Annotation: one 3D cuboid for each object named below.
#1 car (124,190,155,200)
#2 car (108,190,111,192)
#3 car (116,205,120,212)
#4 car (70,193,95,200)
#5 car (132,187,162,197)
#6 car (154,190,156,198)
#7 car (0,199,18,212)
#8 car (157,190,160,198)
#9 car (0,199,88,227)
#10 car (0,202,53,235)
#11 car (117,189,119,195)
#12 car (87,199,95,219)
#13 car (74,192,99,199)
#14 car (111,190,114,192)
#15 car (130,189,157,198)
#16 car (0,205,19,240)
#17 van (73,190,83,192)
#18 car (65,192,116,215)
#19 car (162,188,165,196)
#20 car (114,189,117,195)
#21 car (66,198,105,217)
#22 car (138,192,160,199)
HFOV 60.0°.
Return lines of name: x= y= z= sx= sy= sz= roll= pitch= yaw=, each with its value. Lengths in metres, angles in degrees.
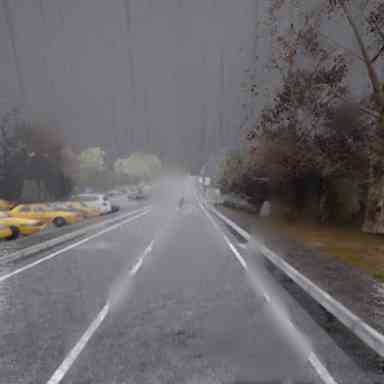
car: x=-10.304 y=0.898 z=65.671 sx=4.792 sy=1.488 sz=2.163 roll=0 pitch=0 yaw=0
car: x=-23.326 y=0.754 z=82.248 sx=4.792 sy=1.488 sz=2.163 roll=0 pitch=1 yaw=0
car: x=-10.164 y=1.520 z=33.082 sx=5.008 sy=1.535 sz=2.097 roll=0 pitch=0 yaw=0
car: x=-23.397 y=0.887 z=71.093 sx=4.674 sy=1.452 sz=2.002 roll=0 pitch=0 yaw=0
car: x=-10.323 y=0.554 z=76.811 sx=5.566 sy=2.045 sz=2.435 roll=0 pitch=1 yaw=0
car: x=-10.353 y=0.888 z=68.455 sx=4.792 sy=1.488 sz=2.163 roll=0 pitch=0 yaw=0
car: x=-23.219 y=1.540 z=38.541 sx=5.008 sy=1.535 sz=2.097 roll=0 pitch=0 yaw=0
car: x=-10.299 y=0.832 z=74.020 sx=5.008 sy=1.535 sz=2.097 roll=0 pitch=1 yaw=0
car: x=-10.004 y=1.472 z=21.977 sx=5.366 sy=1.575 sz=1.946 roll=0 pitch=0 yaw=0
car: x=-10.019 y=1.451 z=16.304 sx=5.366 sy=1.575 sz=1.946 roll=0 pitch=0 yaw=0
car: x=-23.319 y=0.520 z=90.744 sx=4.892 sy=1.521 sz=2.231 roll=0 pitch=1 yaw=0
car: x=-10.188 y=1.488 z=24.754 sx=4.892 sy=1.521 sz=2.231 roll=0 pitch=0 yaw=0
car: x=-23.413 y=0.859 z=74.005 sx=4.792 sy=1.488 sz=2.163 roll=0 pitch=0 yaw=0
car: x=-23.340 y=0.665 z=85.038 sx=5.008 sy=1.535 sz=2.097 roll=0 pitch=1 yaw=0
car: x=-10.345 y=0.723 z=71.241 sx=4.553 sy=1.767 sz=2.185 roll=0 pitch=0 yaw=0
car: x=-10.397 y=1.446 z=13.652 sx=5.366 sy=1.575 sz=1.946 roll=0 pitch=0 yaw=0
van: x=-23.287 y=0.642 z=65.633 sx=4.442 sy=1.987 sz=1.878 roll=1 pitch=0 yaw=0
car: x=-10.195 y=1.258 z=30.307 sx=5.566 sy=2.045 sz=2.435 roll=0 pitch=0 yaw=0
car: x=-10.223 y=0.471 z=87.959 sx=4.553 sy=1.767 sz=2.185 roll=0 pitch=1 yaw=0
car: x=-23.330 y=0.599 z=87.828 sx=5.008 sy=1.535 sz=2.097 roll=0 pitch=1 yaw=0
car: x=-10.359 y=1.495 z=27.530 sx=5.366 sy=1.575 sz=1.946 roll=0 pitch=0 yaw=0
car: x=-10.278 y=0.771 z=79.603 sx=4.892 sy=1.521 sz=2.231 roll=0 pitch=1 yaw=0
